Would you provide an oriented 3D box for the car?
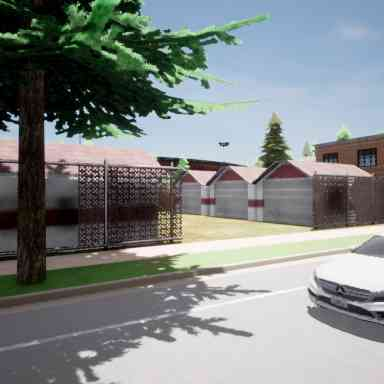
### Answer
[{"bbox_3d":[4.375,1.522,6.633,4.674,1.442,1.812,0,0,-32],"label":"car"}]
